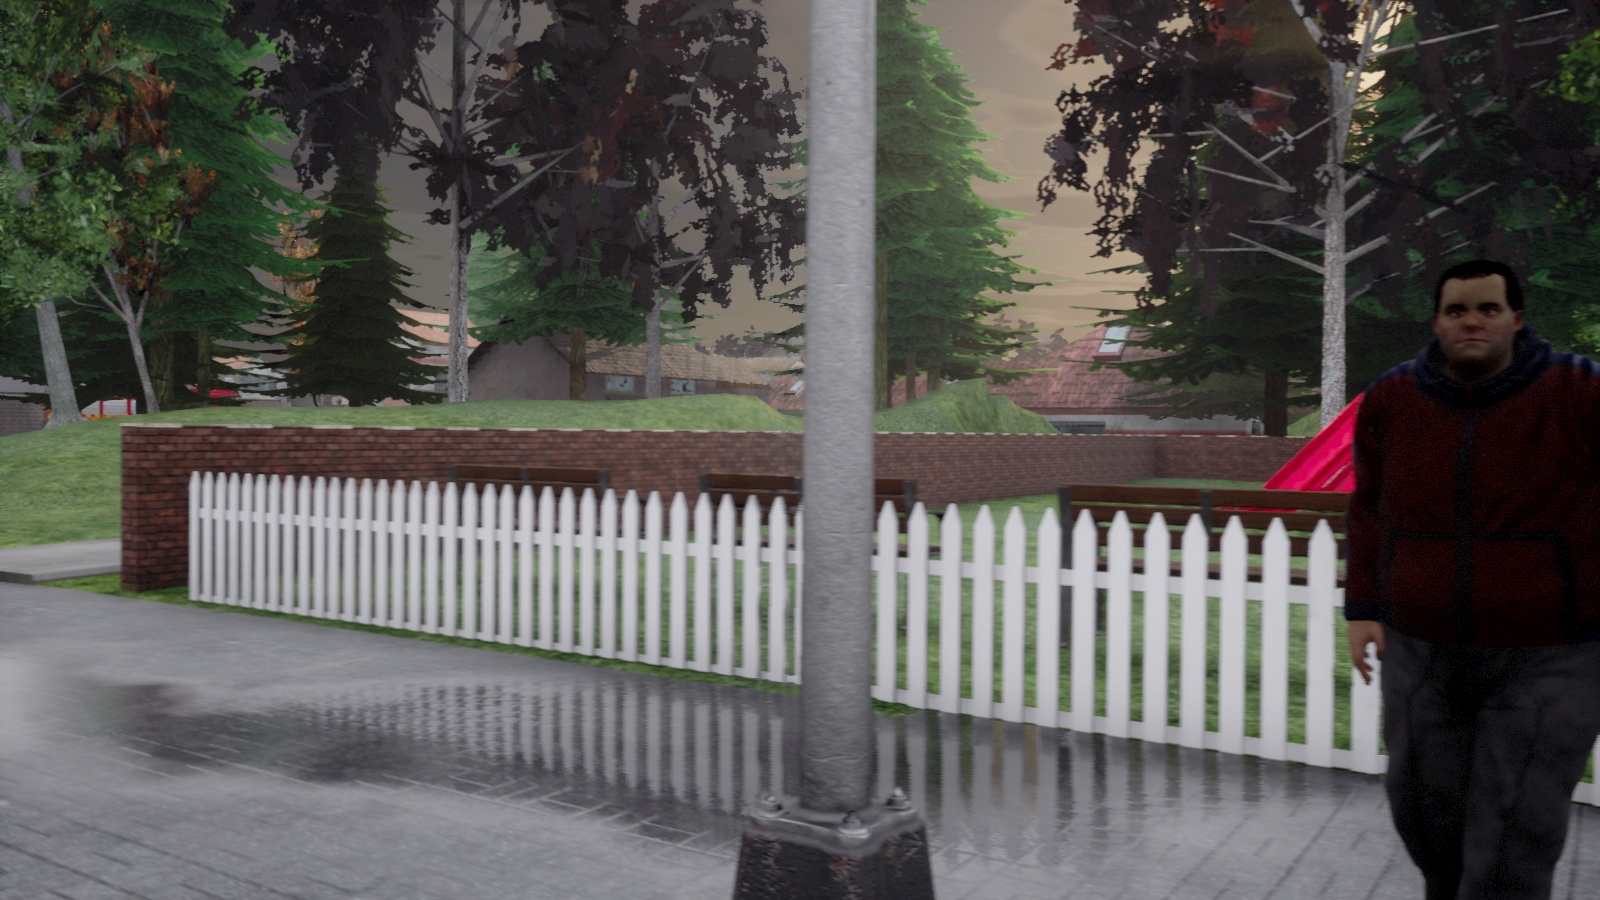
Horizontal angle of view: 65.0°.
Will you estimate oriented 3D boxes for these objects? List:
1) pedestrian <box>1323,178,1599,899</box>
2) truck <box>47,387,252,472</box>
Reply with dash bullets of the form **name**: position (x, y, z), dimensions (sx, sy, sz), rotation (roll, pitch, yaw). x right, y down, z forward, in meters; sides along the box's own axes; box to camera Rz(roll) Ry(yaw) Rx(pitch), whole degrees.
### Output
- **pedestrian**: position (1.702, 0.386, 2.922), dimensions (0.634, 1.844, 0.899), rotation (0, 1, 41)
- **truck**: position (-31.268, -0.980, 60.825), dimensions (2.891, 3.827, 8.468), rotation (0, 1, 32)
